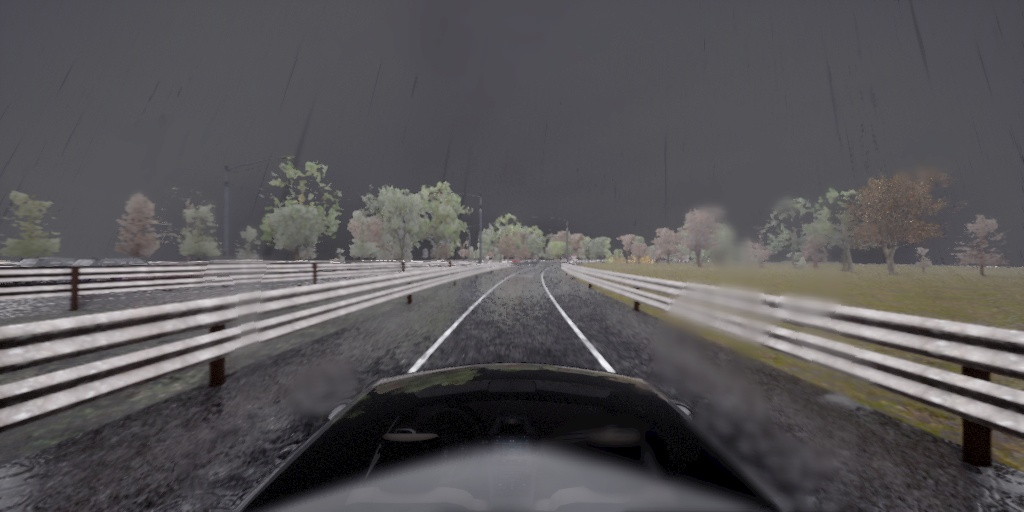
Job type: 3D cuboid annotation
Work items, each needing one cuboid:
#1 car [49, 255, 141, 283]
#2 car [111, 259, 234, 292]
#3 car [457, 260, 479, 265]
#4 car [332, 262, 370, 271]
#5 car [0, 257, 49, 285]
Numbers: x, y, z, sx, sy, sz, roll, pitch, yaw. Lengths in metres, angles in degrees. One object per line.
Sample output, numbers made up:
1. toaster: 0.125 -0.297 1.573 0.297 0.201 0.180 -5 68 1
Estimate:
1. car: -20.601 0.860 19.238 2.097 1.767 4.553 0 -1 12
2. car: -17.120 1.040 18.745 1.812 1.442 4.674 0 -1 12
3. car: -7.049 1.504 60.228 1.895 1.301 4.718 0 -1 15
4. car: -18.898 1.319 42.349 1.895 1.301 4.718 0 -1 14
5. car: -24.066 0.855 19.770 2.097 1.767 4.553 0 -1 12
